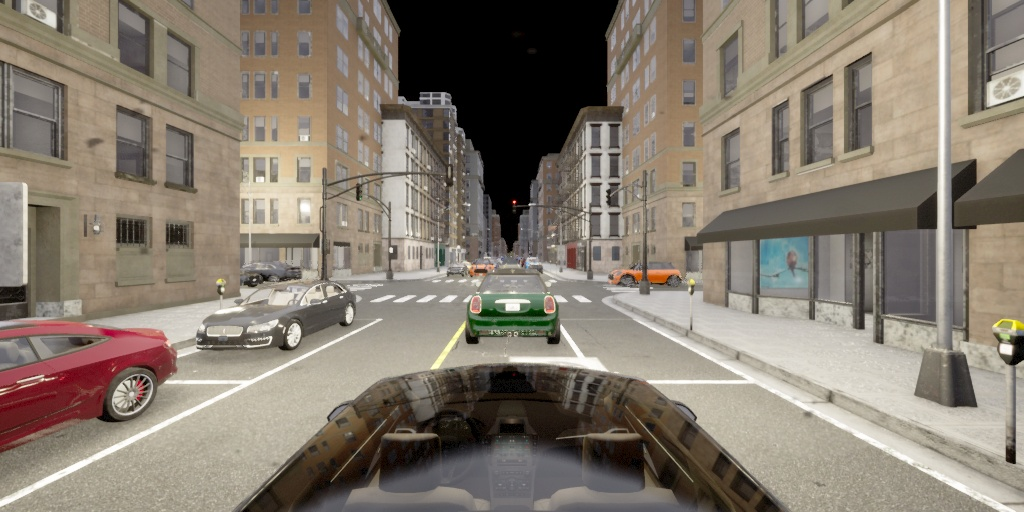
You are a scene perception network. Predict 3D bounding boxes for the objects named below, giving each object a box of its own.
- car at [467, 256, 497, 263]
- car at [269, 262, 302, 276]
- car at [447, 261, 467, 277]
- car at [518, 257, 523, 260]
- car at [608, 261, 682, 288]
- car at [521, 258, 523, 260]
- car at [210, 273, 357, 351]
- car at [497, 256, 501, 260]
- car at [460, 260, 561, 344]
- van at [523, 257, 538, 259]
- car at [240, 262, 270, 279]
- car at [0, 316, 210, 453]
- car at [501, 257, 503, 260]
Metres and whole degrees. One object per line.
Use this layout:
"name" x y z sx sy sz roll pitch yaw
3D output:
"car" -2.832 1.099 34.684 2.097 1.767 4.553 0 0 0
"car" -16.794 1.154 24.051 4.902 1.511 2.128 0 0 0
"car" -5.401 1.297 35.743 2.007 1.370 4.403 0 0 0
"car" 2.625 1.059 62.778 2.192 1.841 5.009 0 0 0
"car" 8.837 1.156 24.098 4.553 1.767 2.097 0 0 0
"car" 2.626 1.327 51.966 1.802 1.307 4.207 0 0 0
"car" -5.391 1.300 8.867 2.007 1.370 4.403 0 0 0
"car" -2.852 1.098 44.607 2.097 1.767 4.553 0 0 -1
"car" 0.038 1.102 9.711 2.097 1.767 4.553 0 0 1
"van" 2.626 1.086 46.559 1.690 1.789 3.998 0 0 0
"car" -17.150 1.224 21.099 4.181 1.385 1.994 0 0 0
"car" -5.389 1.332 3.186 1.802 1.307 4.207 0 0 0
"car" -2.841 1.249 54.765 1.837 1.490 4.892 0 0 0
